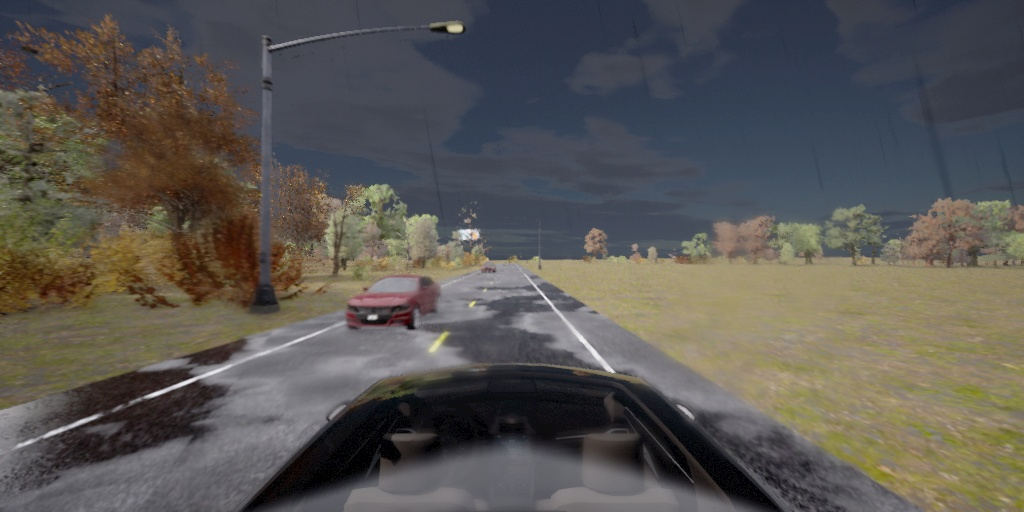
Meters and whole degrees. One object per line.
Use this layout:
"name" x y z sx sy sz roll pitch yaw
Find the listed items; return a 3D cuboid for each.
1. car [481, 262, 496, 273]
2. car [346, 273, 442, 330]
"car" -3.555 1.682 54.700 2.097 1.767 4.553 0 -1 0
"car" -3.600 1.337 11.760 1.882 1.535 5.008 0 -1 0
